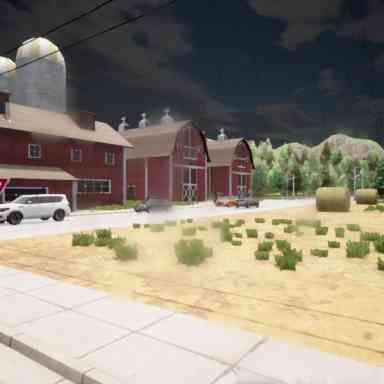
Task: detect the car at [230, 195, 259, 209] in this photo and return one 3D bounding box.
[{"bbox_3d":[7.599,1.465,45.379,2.128,1.511,4.902,0,0,35],"label":"car"}]

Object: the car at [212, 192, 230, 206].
[{"bbox_3d":[4.744,1.118,54.883,1.905,1.878,3.866,6,1,-8],"label":"car"}]

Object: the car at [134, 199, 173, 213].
[{"bbox_3d":[-4.021,1.479,35.119,1.837,1.490,4.892,0,0,35],"label":"car"}]

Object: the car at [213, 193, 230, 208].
[{"bbox_3d":[5.199,1.332,48.238,2.097,1.767,4.553,0,0,35],"label":"car"}]

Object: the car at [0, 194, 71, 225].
[{"bbox_3d":[-11.615,1.195,24.206,2.150,2.045,5.566,0,0,35],"label":"car"}]
